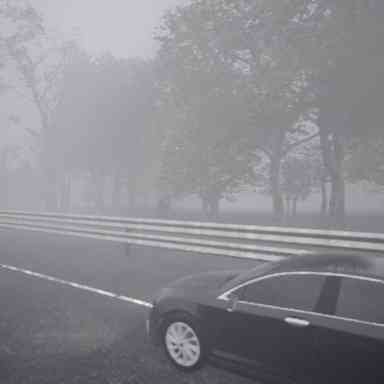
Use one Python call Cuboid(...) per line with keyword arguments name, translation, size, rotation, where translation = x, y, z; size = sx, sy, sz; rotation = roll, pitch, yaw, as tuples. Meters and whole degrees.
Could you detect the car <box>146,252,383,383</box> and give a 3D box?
Cuboid(name="car", translation=(1.591, 1.510, 4.022), size=(4.892, 1.490, 1.837), rotation=(0, 0, 36))
